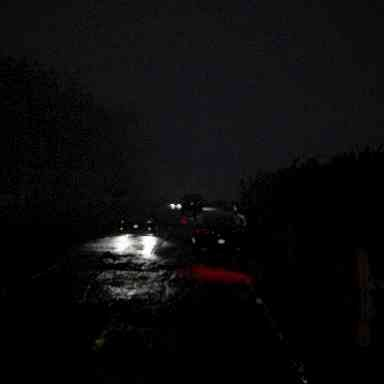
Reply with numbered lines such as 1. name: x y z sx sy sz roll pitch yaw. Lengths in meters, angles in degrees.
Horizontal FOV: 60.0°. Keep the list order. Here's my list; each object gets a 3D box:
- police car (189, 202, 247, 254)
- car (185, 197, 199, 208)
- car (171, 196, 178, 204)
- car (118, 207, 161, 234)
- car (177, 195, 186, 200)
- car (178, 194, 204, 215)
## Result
1. police car: 0.958 1.405 13.465 1.930 1.638 5.238 0 0 0
2. car: 0.018 1.499 46.873 1.994 1.385 4.181 0 0 1
3. car: -2.804 1.410 60.704 2.128 1.511 4.902 0 0 1
4. car: -2.854 1.536 18.758 1.994 1.385 4.181 0 0 0
5. car: -2.773 1.448 88.363 2.033 1.411 5.357 0 0 0
6. car: 0.014 1.175 34.005 2.150 2.045 5.566 0 0 0
